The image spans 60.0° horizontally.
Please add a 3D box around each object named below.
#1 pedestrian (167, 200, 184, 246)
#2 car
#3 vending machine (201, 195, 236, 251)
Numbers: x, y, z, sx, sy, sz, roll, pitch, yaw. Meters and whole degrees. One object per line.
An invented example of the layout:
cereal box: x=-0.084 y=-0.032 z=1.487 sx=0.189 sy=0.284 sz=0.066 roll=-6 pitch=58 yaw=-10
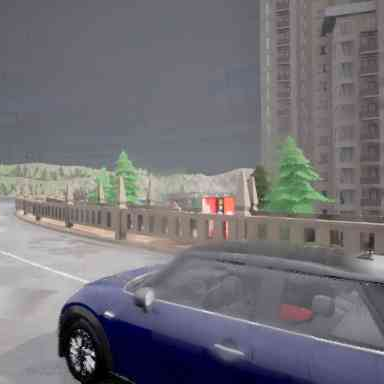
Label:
pedestrian: x=-0.613 y=1.132 z=12.850 sx=0.375 sy=1.860 sz=0.375 roll=-1 pitch=-1 yaw=42
car: x=0.460 y=1.352 z=3.835 sx=4.553 sy=1.767 sz=2.097 roll=0 pitch=0 yaw=37
vending machine: x=1.055 y=1.186 z=13.218 sx=0.880 sy=2.100 sz=1.100 roll=-1 pitch=0 yaw=41
